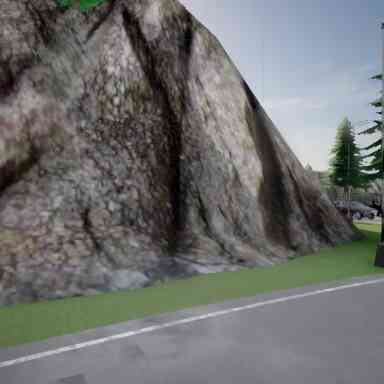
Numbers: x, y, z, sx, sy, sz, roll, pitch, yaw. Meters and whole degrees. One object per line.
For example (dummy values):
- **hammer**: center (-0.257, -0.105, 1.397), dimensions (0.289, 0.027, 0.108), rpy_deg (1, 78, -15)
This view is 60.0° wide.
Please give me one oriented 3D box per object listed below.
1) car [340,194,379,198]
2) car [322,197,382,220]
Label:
- **car**: center (15.588, 1.221, 32.467), dimensions (2.150, 2.045, 5.566), rpy_deg (0, 0, -26)
- **car**: center (13.459, 1.491, 28.497), dimensions (2.128, 1.511, 4.902), rpy_deg (0, 0, -25)
